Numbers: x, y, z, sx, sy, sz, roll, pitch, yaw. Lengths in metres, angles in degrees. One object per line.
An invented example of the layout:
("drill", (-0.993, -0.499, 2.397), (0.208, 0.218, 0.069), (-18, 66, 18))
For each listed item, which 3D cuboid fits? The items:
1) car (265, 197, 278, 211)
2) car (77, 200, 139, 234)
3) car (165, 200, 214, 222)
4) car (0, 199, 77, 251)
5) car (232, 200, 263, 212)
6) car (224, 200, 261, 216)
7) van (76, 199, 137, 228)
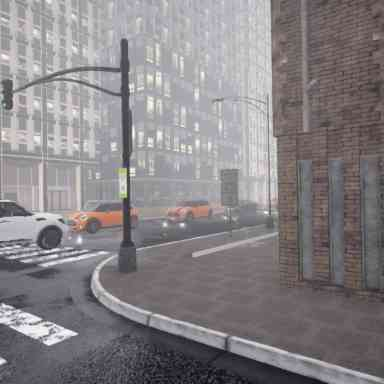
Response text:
("car", (11.074, 1.471, 42.538), (2.097, 1.767, 4.553), (-1, -1, 36))
("car", (-5.358, 1.416, 19.912), (2.097, 1.767, 4.553), (-1, -1, 37))
("car", (-0.150, 1.433, 27.066), (2.097, 1.767, 4.553), (-1, -1, 36))
("car", (-7.223, 1.219, 11.763), (2.150, 2.045, 5.566), (-1, 0, 36))
("car", (6.992, 1.689, 41.368), (1.752, 1.417, 4.829), (-2, -1, 36))
("car", (5.130, 1.590, 34.359), (2.128, 1.511, 4.902), (-1, -1, 36))
("van", (-5.917, 1.460, 23.512), (1.690, 1.788, 3.998), (-2, -1, 36))
